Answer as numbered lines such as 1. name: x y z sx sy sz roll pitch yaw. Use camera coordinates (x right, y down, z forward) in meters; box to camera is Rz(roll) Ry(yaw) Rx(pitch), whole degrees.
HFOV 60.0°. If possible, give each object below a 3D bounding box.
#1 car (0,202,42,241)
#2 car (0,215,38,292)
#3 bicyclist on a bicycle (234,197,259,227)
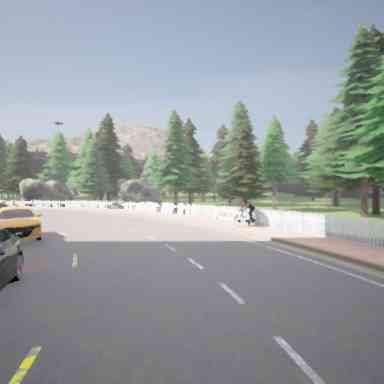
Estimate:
1. car: -8.443 1.448 16.066 1.882 1.535 5.008 -1 1 -30
2. car: -4.771 1.493 6.707 2.128 1.511 4.902 -1 0 -16
3. bicyclist on a bicycle: 3.018 1.125 18.322 1.656 1.620 0.582 -1 1 -25
